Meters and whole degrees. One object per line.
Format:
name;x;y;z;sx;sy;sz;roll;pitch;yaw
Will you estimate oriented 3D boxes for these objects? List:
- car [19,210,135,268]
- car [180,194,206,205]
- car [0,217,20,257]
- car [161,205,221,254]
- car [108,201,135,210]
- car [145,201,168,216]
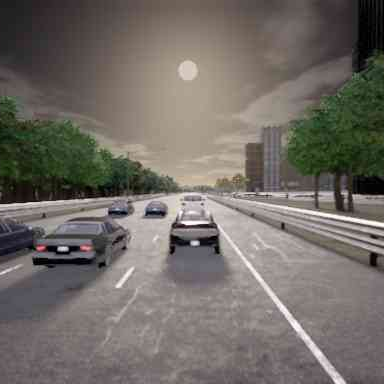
car;-3.405;1.547;11.274;2.033;1.411;5.357;0;0;0
car;0.090;1.216;31.078;2.150;2.045;5.566;0;0;0
car;-6.903;1.547;11.262;2.033;1.411;5.357;0;0;0
car;0.095;1.490;13.533;2.128;1.511;4.902;0;0;0
car;-6.910;1.559;32.797;1.994;1.385;4.181;0;0;0
car;-3.411;1.558;32.703;1.994;1.385;4.181;0;0;0
